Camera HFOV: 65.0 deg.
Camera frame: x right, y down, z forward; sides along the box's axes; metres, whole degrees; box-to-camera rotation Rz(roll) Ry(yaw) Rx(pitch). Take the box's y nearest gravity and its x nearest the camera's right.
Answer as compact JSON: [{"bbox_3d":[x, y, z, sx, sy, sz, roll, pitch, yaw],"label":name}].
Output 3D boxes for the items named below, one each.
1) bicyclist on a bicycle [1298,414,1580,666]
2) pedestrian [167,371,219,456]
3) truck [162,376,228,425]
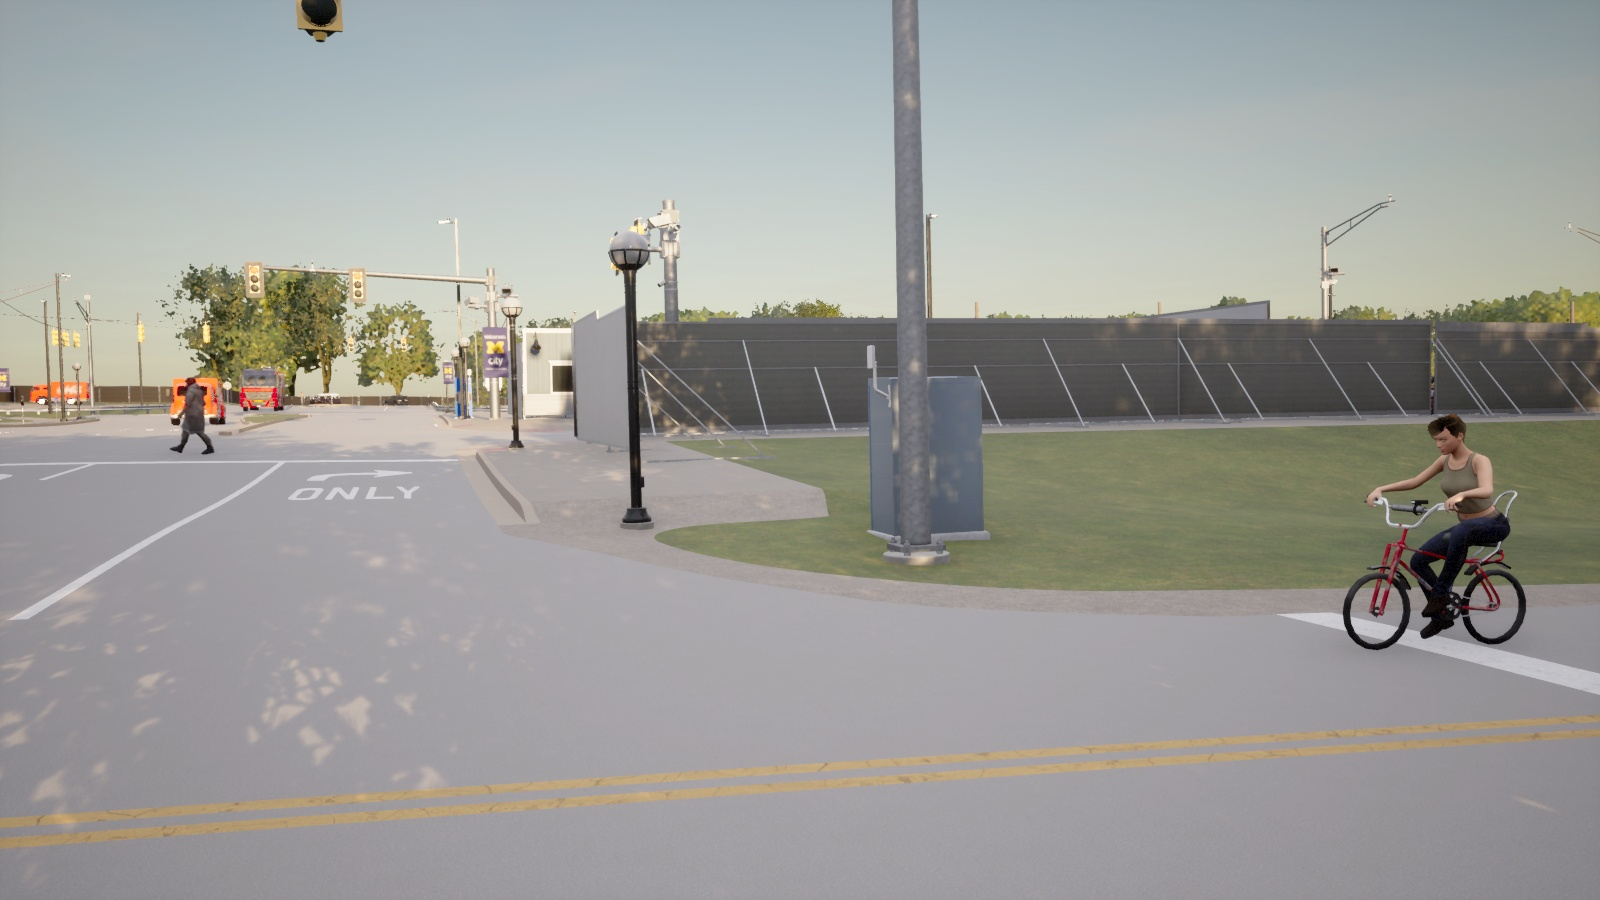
[{"bbox_3d":[4.373,0.568,8.648,1.509,1.612,0.866,0,1,-14],"label":"bicyclist on a bicycle"},{"bbox_3d":[-14.252,-0.853,29.511,0.873,1.952,0.659,-2,2,-10],"label":"pedestrian"},{"bbox_3d":[-31.559,-2.570,65.663,2.627,2.467,5.204,-1,2,-21],"label":"truck"}]
